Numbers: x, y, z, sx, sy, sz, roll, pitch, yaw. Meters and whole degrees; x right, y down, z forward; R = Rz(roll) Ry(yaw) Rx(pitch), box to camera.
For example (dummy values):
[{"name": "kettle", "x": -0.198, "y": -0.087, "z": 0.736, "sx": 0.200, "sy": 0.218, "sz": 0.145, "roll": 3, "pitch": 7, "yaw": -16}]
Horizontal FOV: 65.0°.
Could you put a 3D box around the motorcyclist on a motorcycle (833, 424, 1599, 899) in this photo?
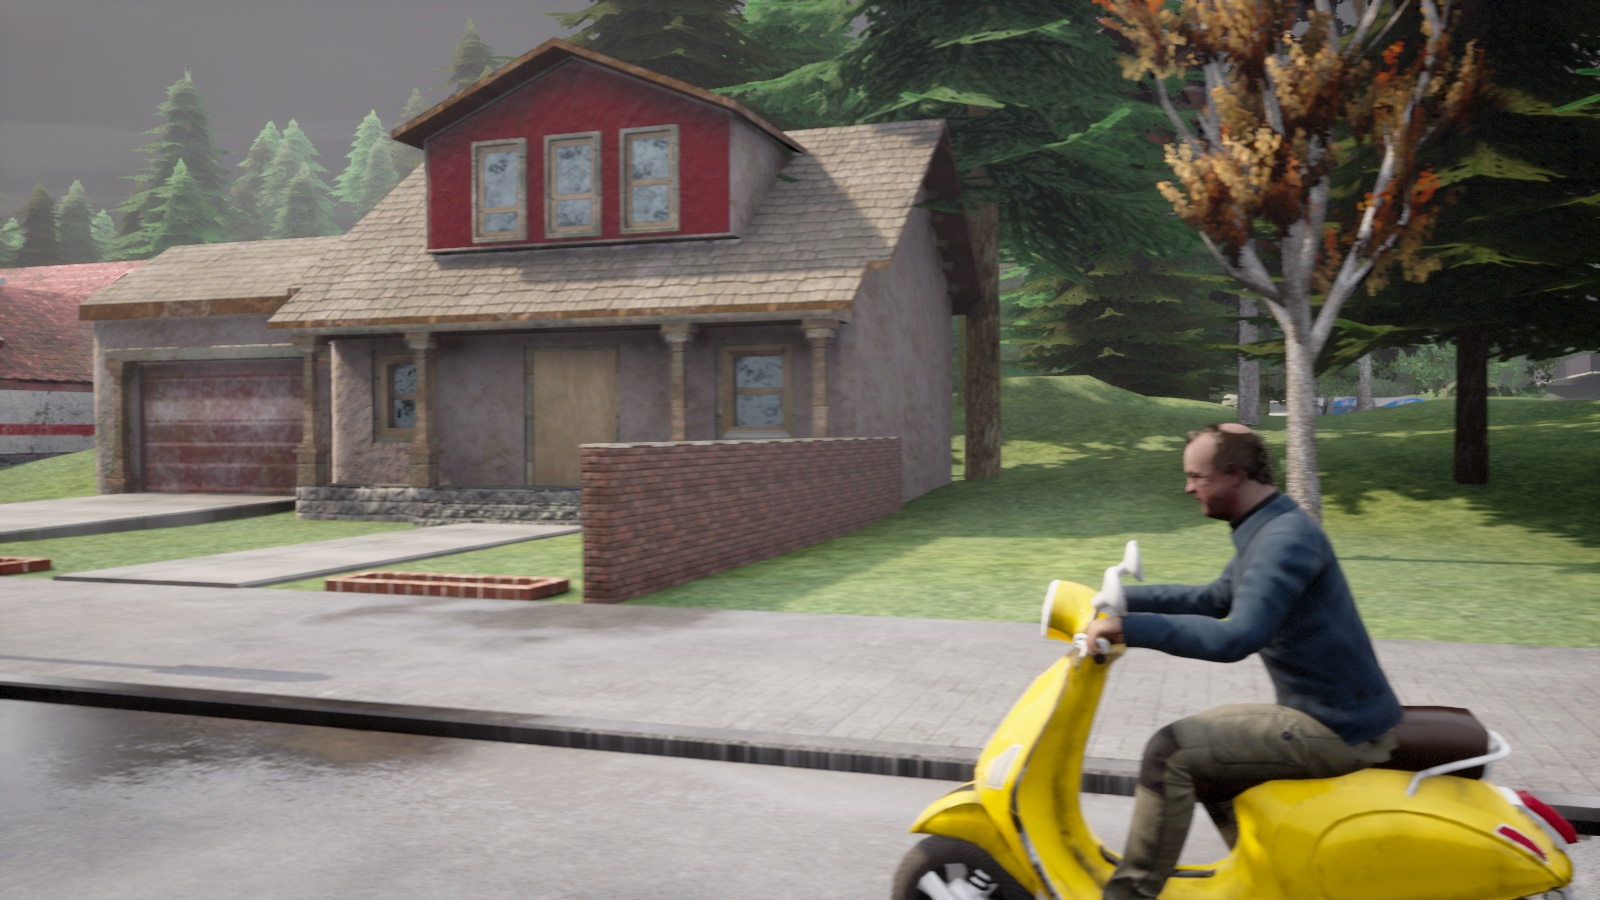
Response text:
[{"name": "motorcyclist on a motorcycle", "x": 1.085, "y": 0.730, "z": 3.366, "sx": 1.817, "sy": 1.590, "sz": 0.866, "roll": 1, "pitch": 1, "yaw": 18}]
